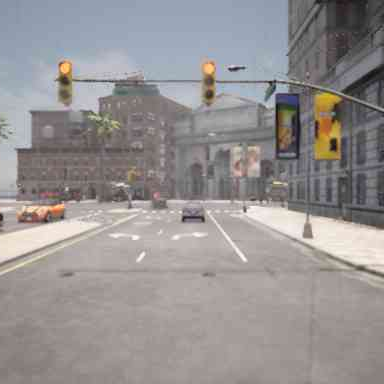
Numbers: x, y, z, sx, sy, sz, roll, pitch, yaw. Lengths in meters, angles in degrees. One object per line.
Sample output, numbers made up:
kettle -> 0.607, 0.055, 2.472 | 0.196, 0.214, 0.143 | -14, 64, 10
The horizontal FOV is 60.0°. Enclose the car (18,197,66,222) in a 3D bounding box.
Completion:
car -> -11.536, 1.332, 25.848 | 2.097, 1.767, 4.553 | 0, 0, 0

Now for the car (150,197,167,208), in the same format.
car -> -4.693, 1.470, 46.493 | 1.837, 1.490, 4.892 | 0, 0, -14

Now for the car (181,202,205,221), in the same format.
car -> 0.093, 1.527, 26.543 | 2.033, 1.411, 5.357 | 0, 0, 0

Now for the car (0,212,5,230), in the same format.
car -> -11.529, 1.465, 16.712 | 1.882, 1.535, 5.008 | 0, 0, 1
